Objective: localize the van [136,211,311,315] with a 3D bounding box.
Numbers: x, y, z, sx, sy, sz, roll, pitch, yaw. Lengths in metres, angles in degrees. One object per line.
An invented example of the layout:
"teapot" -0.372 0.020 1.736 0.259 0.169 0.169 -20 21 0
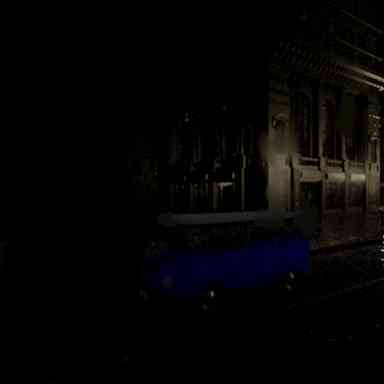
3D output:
"van" 0.836 1.339 7.247 3.998 1.788 1.690 0 0 -35
